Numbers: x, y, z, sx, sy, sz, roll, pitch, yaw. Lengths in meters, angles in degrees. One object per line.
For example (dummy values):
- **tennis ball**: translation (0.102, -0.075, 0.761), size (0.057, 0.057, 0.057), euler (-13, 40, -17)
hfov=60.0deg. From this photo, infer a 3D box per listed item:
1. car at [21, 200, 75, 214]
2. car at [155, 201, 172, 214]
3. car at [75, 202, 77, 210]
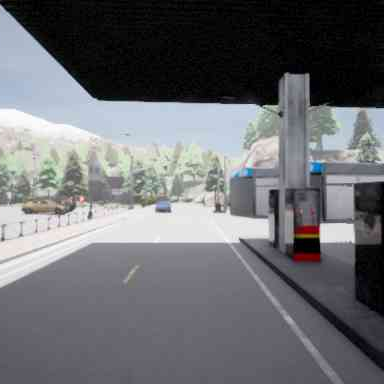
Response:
- **car**: translation (-16.416, 1.702, 37.448), size (5.027, 1.636, 2.152), euler (0, -1, 0)
- **car**: translation (-3.623, 1.902, 42.528), size (1.882, 1.535, 5.008), euler (0, -1, 0)
- **car**: translation (-16.485, 1.742, 40.584), size (4.514, 1.523, 2.007), euler (0, -1, 0)
